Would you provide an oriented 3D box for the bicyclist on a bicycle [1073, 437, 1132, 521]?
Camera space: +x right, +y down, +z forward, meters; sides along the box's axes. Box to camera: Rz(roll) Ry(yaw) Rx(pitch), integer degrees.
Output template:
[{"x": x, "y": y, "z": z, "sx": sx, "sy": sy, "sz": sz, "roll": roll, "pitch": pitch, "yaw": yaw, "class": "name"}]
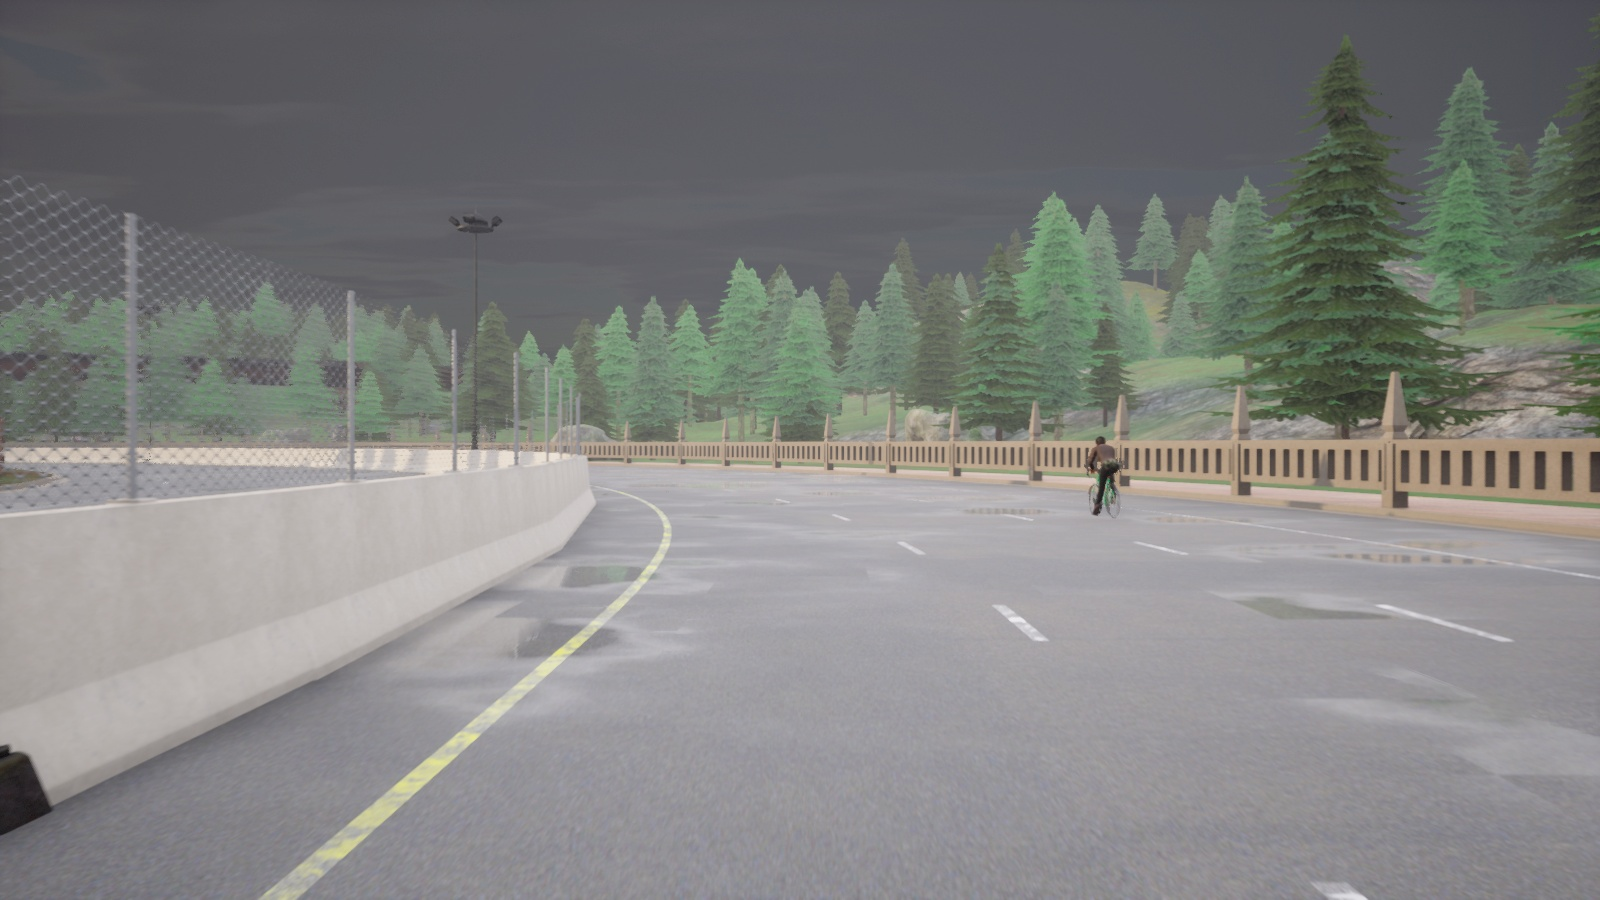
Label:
[{"x": 6.036, "y": 0.562, "z": 25.130, "sx": 0.582, "sy": 1.620, "sz": 1.656, "roll": 0, "pitch": 0, "yaw": -7, "class": "bicyclist on a bicycle"}]
